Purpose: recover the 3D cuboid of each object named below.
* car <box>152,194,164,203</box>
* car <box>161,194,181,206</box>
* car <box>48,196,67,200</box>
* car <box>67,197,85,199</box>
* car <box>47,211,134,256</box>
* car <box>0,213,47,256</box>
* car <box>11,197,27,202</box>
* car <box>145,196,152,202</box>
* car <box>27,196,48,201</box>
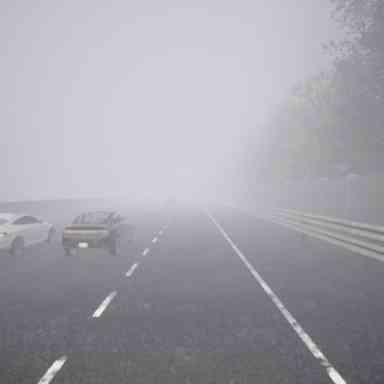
[{"bbox_3d":[-6.997,1.683,72.546,1.895,1.301,4.718,0,0,0],"label":"car"},{"bbox_3d":[-3.499,1.561,56.235,2.128,1.511,4.902,0,0,0],"label":"car"},{"bbox_3d":[-24.499,1.570,62.088,1.812,1.442,4.674,0,0,0],"label":"car"},{"bbox_3d":[-21.000,1.644,62.127,1.895,1.301,4.718,0,0,0],"label":"car"},{"bbox_3d":[-3.500,1.505,13.131,2.128,1.511,4.902,0,0,0],"label":"car"},{"bbox_3d":[-7.000,1.535,12.967,1.812,1.442,4.674,0,0,0],"label":"car"},{"bbox_3d":[-31.497,1.572,61.945,2.033,1.411,5.357,0,0,0],"label":"car"},{"bbox_3d":[-10.497,1.621,82.427,1.812,1.442,4.674,0,0,0],"label":"car"},{"bbox_3d":[-27.999,1.573,61.999,2.128,1.511,4.902,0,0,0],"label":"car"}]
